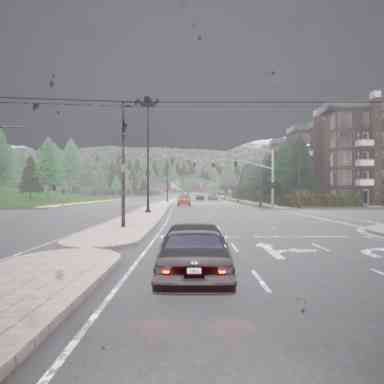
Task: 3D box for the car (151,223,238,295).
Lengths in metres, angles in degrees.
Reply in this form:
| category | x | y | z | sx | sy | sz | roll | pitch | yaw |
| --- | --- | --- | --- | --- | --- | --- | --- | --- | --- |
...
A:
| category | x | y | z | sx | sy | sz | roll | pitch | yaw |
| --- | --- | --- | --- | --- | --- | --- | --- | --- | --- |
| car | 0.052 | 1.547 | 8.842 | 2.033 | 1.411 | 5.357 | 0 | 0 | 0 |

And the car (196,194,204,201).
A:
| category | x | y | z | sx | sy | sz | roll | pitch | yaw |
| --- | --- | --- | --- | --- | --- | --- | --- | --- | --- |
| car | 2.069 | 1.475 | 85.448 | 1.882 | 1.535 | 5.008 | 0 | 0 | 0 |

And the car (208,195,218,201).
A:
| category | x | y | z | sx | sy | sz | roll | pitch | yaw |
| --- | --- | --- | --- | --- | --- | --- | --- | --- | --- |
| car | 5.569 | 1.537 | 85.452 | 2.033 | 1.411 | 5.357 | 0 | 0 | 0 |

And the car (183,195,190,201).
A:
| category | x | y | z | sx | sy | sz | roll | pitch | yaw |
| --- | --- | --- | --- | --- | --- | --- | --- | --- | --- |
| car | -1.431 | 1.521 | 85.413 | 1.812 | 1.442 | 4.674 | 0 | 0 | 0 |

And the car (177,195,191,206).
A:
| category | x | y | z | sx | sy | sz | roll | pitch | yaw |
| --- | --- | --- | --- | --- | --- | --- | --- | --- | --- |
| car | -1.300 | 1.351 | 54.588 | 2.097 | 1.767 | 4.553 | 0 | 0 | -1 |
